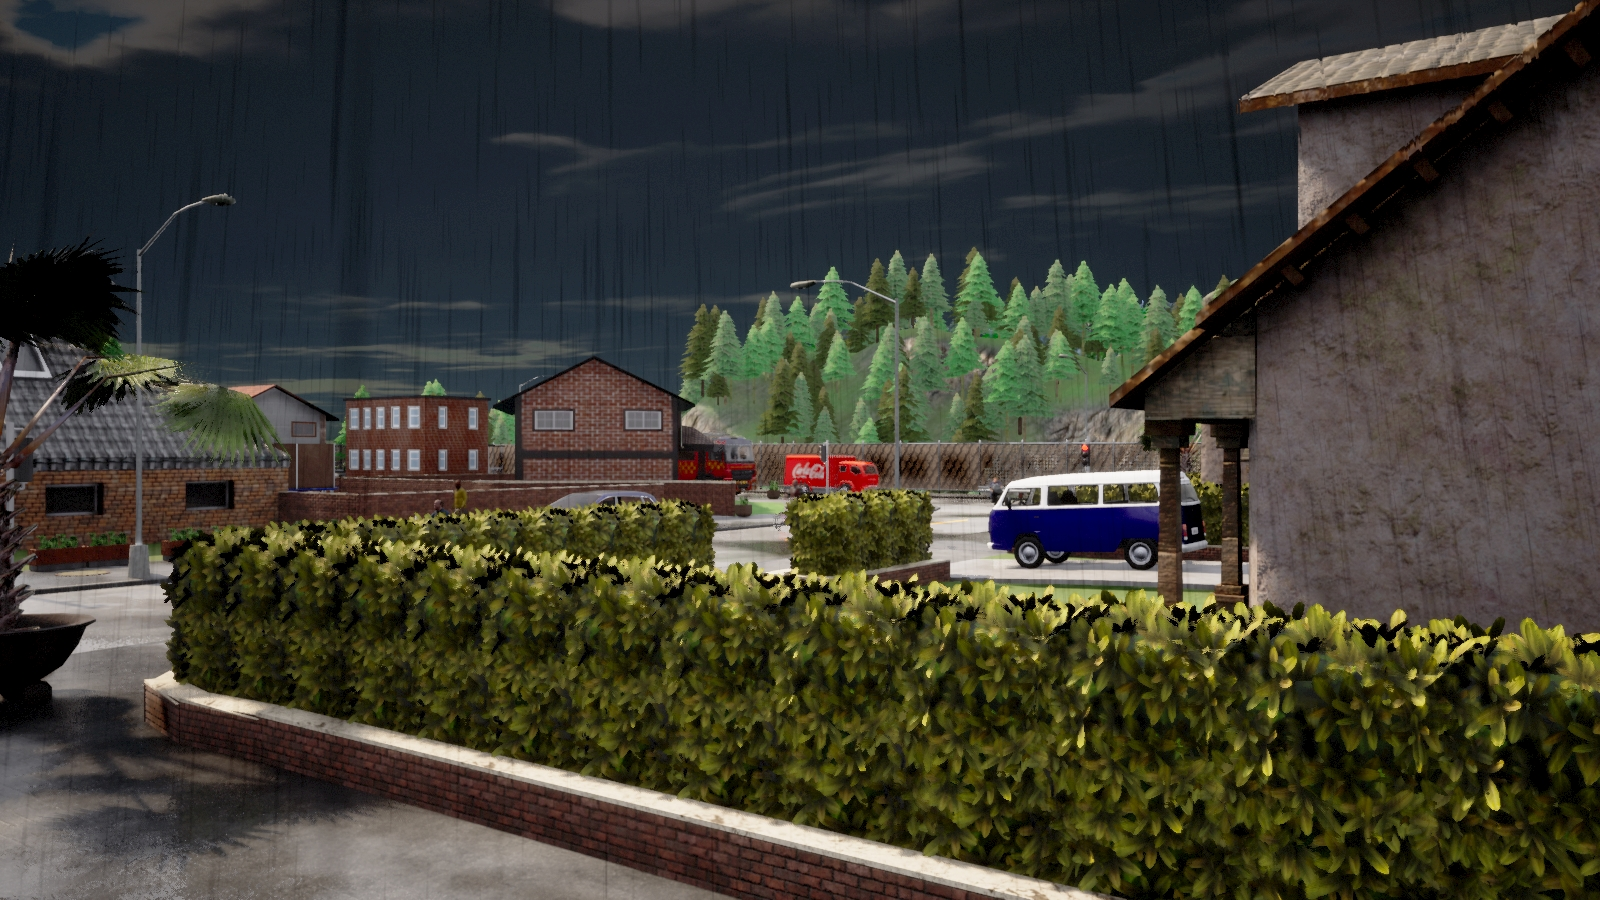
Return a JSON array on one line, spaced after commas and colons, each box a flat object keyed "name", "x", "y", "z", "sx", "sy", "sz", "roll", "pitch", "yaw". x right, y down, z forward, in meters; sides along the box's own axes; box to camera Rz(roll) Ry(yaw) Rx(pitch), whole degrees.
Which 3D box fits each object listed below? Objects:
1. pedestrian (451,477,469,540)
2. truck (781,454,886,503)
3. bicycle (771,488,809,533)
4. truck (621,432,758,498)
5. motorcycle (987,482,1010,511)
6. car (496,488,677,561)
[{"name": "pedestrian", "x": -10.149, "y": 1.732, "z": 34.094, "sx": 0.375, "sy": 1.860, "sz": 0.375, "roll": 0, "pitch": 0, "yaw": 34}, {"name": "truck", "x": 1.840, "y": 1.535, "z": 63.587, "sx": 5.204, "sy": 2.467, "sz": 2.627, "roll": 2, "pitch": 1, "yaw": 35}, {"name": "bicycle", "x": -0.332, "y": 2.051, "z": 39.106, "sx": 0.329, "sy": 1.471, "sz": 1.835, "roll": 0, "pitch": 0, "yaw": 35}, {"name": "truck", "x": -6.785, "y": 0.872, "z": 69.613, "sx": 8.468, "sy": 3.827, "sz": 2.891, "roll": 0, "pitch": 0, "yaw": 35}, {"name": "motorcycle", "x": 9.367, "y": 2.177, "z": 53.949, "sx": 0.803, "sy": 1.199, "sz": 2.033, "roll": -6, "pitch": -1, "yaw": 6}, {"name": "car", "x": -5.756, "y": 1.958, "z": 31.296, "sx": 2.242, "sy": 1.667, "sz": 4.611, "roll": 0, "pitch": 0, "yaw": 35}]
